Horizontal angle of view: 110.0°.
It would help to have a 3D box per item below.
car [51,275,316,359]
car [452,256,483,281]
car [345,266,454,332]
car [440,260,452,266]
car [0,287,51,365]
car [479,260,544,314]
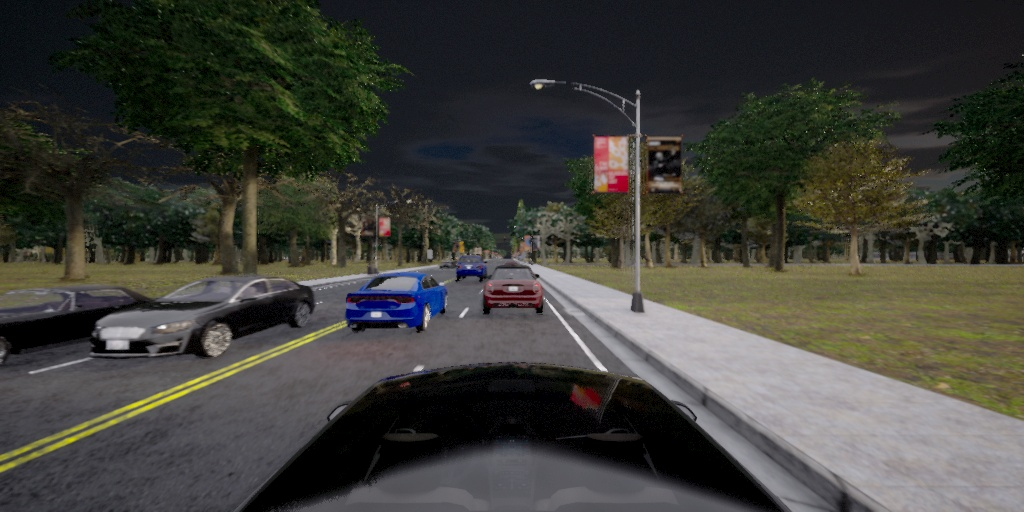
[{"bbox_3d":[-6.640,1.231,8.476,2.128,1.511,4.902,0,0,0],"label":"car"},{"bbox_3d":[-3.294,0.980,29.891,2.150,2.045,5.566,0,0,0],"label":"car"},{"bbox_3d":[-3.202,1.225,10.907,1.882,1.535,5.008,0,0,0],"label":"car"},{"bbox_3d":[-10.029,1.329,56.137,1.994,1.385,4.181,0,0,0],"label":"car"},{"bbox_3d":[-9.887,1.334,7.657,1.895,1.301,4.718,0,0,0],"label":"car"},{"bbox_3d":[0.033,1.107,13.984,2.097,1.767,4.553,0,0,0],"label":"car"}]
